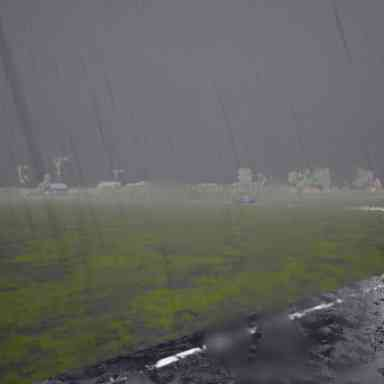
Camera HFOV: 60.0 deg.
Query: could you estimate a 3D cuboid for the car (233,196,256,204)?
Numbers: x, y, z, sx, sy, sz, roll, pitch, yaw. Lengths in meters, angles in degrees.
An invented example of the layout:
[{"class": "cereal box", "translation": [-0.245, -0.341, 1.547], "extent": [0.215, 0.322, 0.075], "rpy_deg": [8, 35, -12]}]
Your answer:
[{"class": "car", "translation": [9.010, 1.372, 57.568], "extent": [1.994, 1.385, 4.181], "rpy_deg": [-1, 0, -38]}]
